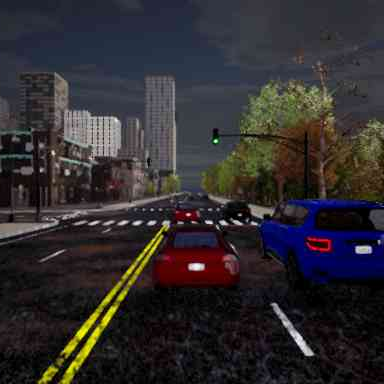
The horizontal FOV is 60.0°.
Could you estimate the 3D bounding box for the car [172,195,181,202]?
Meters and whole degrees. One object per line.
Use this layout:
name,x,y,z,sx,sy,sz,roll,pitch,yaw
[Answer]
car,-3.324,1.390,73.783,1.837,1.490,4.892,0,0,0

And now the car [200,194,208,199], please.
car,3.159,1.221,88.964,1.812,1.442,4.674,0,0,0

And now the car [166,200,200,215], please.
car,-0.696,1.531,24.871,1.994,1.385,4.181,0,0,-13

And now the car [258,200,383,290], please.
car,3.346,1.210,9.181,2.150,2.045,5.566,0,0,0

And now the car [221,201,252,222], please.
car,3.326,1.443,25.629,1.882,1.535,5.008,0,0,0

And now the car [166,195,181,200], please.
car,-3.366,1.406,58.461,2.128,1.511,4.902,0,0,0

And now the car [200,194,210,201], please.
car,3.169,1.374,78.544,1.837,1.490,4.892,0,0,0

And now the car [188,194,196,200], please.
car,-0.081,1.414,78.541,2.033,1.411,5.357,0,0,0

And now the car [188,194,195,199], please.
car,-0.091,1.249,88.960,1.994,1.385,4.181,0,0,0

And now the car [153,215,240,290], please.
car,0.092,1.552,9.058,1.994,1.385,4.181,0,0,0
